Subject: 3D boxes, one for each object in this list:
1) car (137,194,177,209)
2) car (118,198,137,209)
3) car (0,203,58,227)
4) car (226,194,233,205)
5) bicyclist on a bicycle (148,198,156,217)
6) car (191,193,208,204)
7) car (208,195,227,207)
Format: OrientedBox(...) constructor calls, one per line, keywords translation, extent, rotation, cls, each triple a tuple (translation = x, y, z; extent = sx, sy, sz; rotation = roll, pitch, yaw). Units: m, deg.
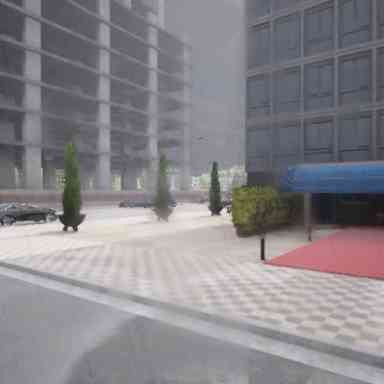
OrientedBox(translation=(-4.436, 1.230, 45.565), extent=(2.150, 2.045, 5.566), rotation=(0, 0, 36), cls="car")
OrientedBox(translation=(-8.247, 1.573, 46.268), extent=(1.994, 1.385, 4.181), rotation=(0, 0, 36), cls="car")
OrientedBox(translation=(-11.806, 1.498, 23.184), extent=(2.128, 1.511, 4.902), rotation=(0, 0, 36), cls="car")
OrientedBox(translation=(7.737, 1.499, 50.205), extent=(2.128, 1.511, 4.902), rotation=(0, 0, 36), cls="car")
OrientedBox(translation=(-2.954, 1.306, 27.173), extent=(1.656, 1.620, 0.582), rotation=(0, 0, 36), cls="bicyclist on a bicycle")
OrientedBox(translation=(1.688, 1.340, 59.849), extent=(1.812, 1.442, 4.674), rotation=(0, 0, 36), cls="car")
OrientedBox(translation=(5.052, 1.609, 52.461), extent=(1.895, 1.301, 4.718), rotation=(0, 0, 36), cls="car")
